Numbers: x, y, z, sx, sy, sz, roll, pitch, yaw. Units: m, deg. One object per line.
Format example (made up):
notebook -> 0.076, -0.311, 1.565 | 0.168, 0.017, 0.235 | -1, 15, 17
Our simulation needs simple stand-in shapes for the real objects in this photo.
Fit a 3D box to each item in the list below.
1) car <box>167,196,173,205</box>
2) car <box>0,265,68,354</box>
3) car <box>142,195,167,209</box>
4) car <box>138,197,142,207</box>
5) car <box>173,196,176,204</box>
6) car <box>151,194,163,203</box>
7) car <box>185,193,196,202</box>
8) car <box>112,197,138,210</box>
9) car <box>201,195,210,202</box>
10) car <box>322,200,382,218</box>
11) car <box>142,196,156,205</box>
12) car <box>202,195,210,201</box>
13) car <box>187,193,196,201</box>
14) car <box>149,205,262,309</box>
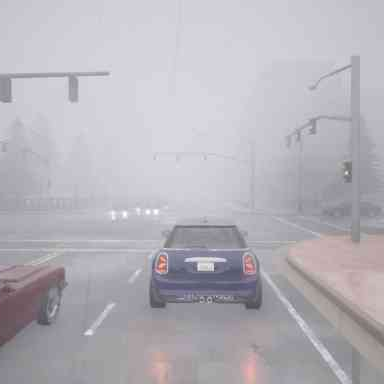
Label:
car -> -4.724, 1.478, 55.110 | 1.882, 1.535, 5.008 | 0, 0, 2
car -> -3.308, 1.601, 4.171 | 1.895, 1.301, 4.718 | 0, 0, 2
car -> -5.086, 1.491, 45.751 | 2.128, 1.511, 4.902 | 0, 0, 2
car -> -8.356, 1.491, 51.788 | 2.128, 1.511, 4.902 | 0, 0, 2
car -> -4.284, 1.478, 65.409 | 1.882, 1.535, 5.008 | 0, 0, 3
car -> -7.502, 1.355, 72.030 | 2.097, 1.767, 4.553 | 0, 0, 2
car -> -0.471, 1.520, 72.710 | 1.812, 1.442, 4.674 | 0, 0, 2
car -> -8.712, 1.601, 42.483 | 1.895, 1.301, 4.718 | 0, 0, 2
car -> 3.064, 1.549, 73.575 | 1.994, 1.385, 4.181 | 0, 0, 2
car -> 14.110, 1.505, 29.472 | 4.892, 1.490, 1.837 | 0, 0, 4
car -> -7.948, 1.505, 61.874 | 1.837, 1.490, 4.892 | 0, 0, 3
car -> 3.391, 1.475, 82.279 | 1.882, 1.535, 5.008 | 0, 0, 2
car -> -0.105, 1.223, 82.441 | 2.150, 2.045, 5.566 | 0, 0, 2
car -> 0.303, 1.352, 8.045 | 2.097, 1.767, 4.553 | 0, 0, 2
